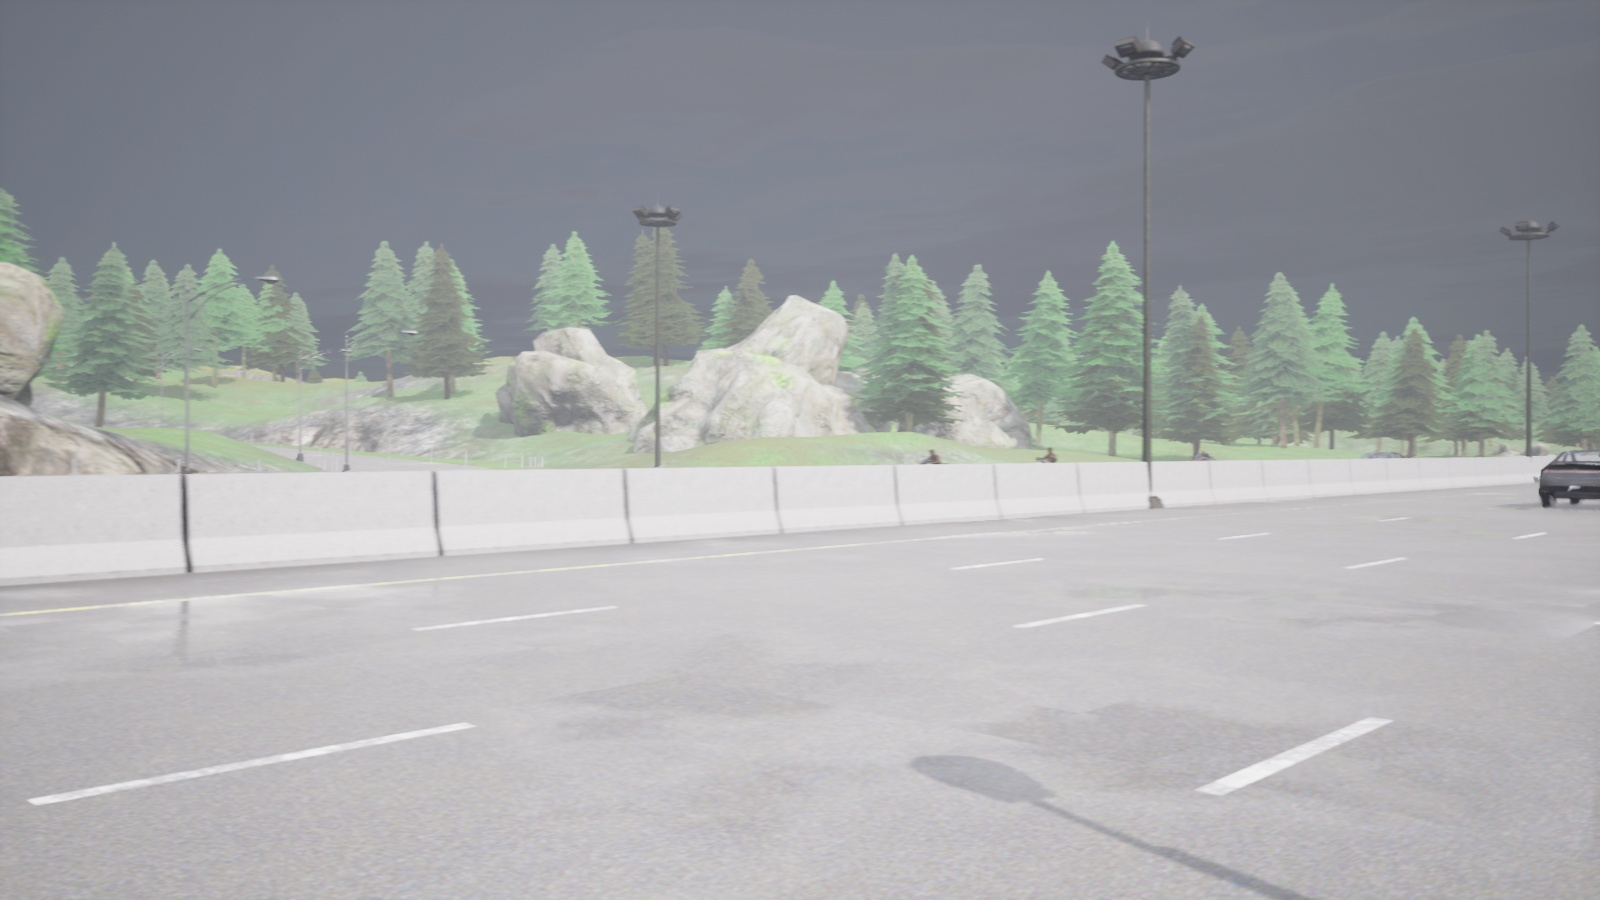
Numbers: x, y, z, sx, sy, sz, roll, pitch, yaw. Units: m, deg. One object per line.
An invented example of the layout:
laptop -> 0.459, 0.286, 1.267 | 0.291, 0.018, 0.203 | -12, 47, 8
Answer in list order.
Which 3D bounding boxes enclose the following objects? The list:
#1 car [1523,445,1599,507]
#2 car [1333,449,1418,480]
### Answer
car -> 20.786, 0.622, 32.857 | 2.128, 1.511, 4.902 | 0, 0, 44
car -> 27.589, 0.686, 60.141 | 2.033, 1.411, 5.357 | 0, 0, 44
